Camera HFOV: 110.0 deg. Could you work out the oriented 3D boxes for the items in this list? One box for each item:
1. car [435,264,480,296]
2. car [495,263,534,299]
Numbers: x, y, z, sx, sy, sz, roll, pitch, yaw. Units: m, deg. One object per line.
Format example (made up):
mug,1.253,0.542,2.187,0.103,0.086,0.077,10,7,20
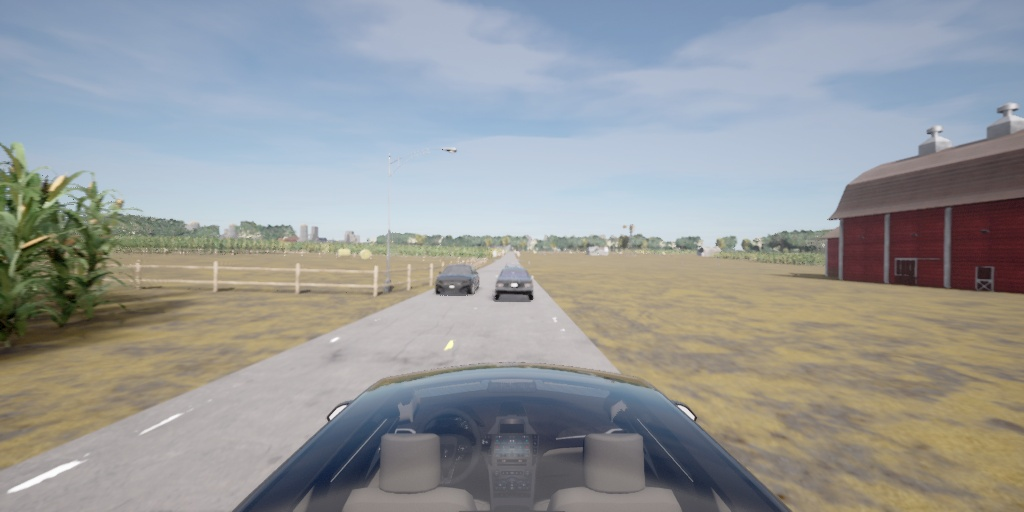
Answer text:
car,-2.835,1.183,19.423,1.882,1.535,5.008,1,0,0
car,0.122,1.293,17.993,2.033,1.411,5.357,1,0,1
